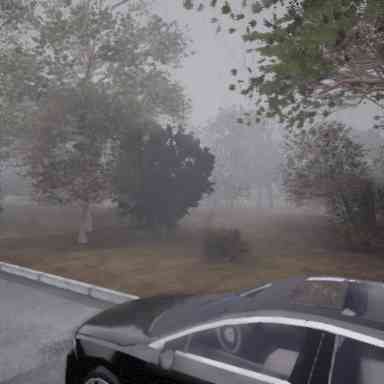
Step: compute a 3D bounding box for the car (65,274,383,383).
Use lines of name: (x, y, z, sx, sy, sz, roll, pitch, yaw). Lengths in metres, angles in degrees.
car: (0.959, 1.492, 2.692, 4.902, 1.511, 2.128, 0, 0, 35)
